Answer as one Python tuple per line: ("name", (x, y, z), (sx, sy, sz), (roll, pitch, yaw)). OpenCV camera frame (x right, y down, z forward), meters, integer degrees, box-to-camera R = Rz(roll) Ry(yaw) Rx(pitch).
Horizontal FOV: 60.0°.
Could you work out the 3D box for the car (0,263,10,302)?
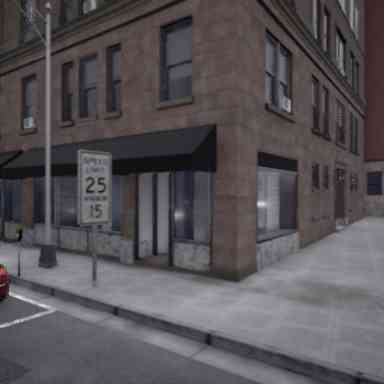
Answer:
("car", (-5.308, 1.579, 6.748), (4.206, 1.307, 1.802), (0, 0, 35))
